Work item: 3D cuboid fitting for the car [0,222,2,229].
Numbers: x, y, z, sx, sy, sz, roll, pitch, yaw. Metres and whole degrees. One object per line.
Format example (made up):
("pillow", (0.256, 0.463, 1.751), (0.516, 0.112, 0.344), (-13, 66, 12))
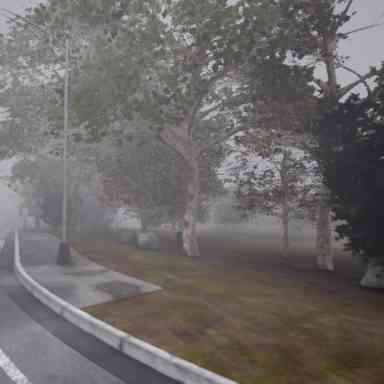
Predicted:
("car", (-25.499, 4.203, 42.360), (2.128, 1.511, 4.902), (1, -5, -28))
